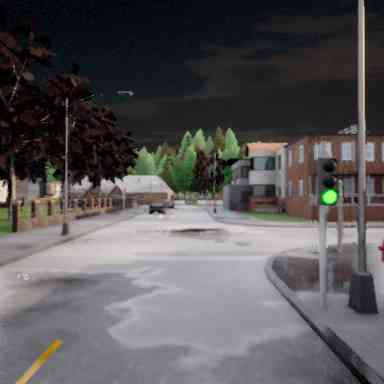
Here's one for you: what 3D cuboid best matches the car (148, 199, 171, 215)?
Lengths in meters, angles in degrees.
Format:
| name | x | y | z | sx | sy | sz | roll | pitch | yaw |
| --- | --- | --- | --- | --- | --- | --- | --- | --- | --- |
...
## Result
| name | x | y | z | sx | sy | sz | roll | pitch | yaw |
| --- | --- | --- | --- | --- | --- | --- | --- | --- | --- |
| car | -4.052 | 1.948 | 40.129 | 2.033 | 1.411 | 5.357 | 0 | -1 | 0 |

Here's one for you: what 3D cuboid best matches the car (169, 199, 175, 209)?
| name | x | y | z | sx | sy | sz | roll | pitch | yaw |
| --- | --- | --- | --- | --- | --- | --- | --- | --- | --- |
| car | -3.985 | 1.891 | 54.205 | 2.097 | 1.767 | 4.553 | 0 | 0 | 0 |
